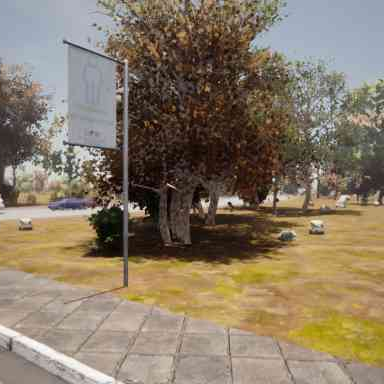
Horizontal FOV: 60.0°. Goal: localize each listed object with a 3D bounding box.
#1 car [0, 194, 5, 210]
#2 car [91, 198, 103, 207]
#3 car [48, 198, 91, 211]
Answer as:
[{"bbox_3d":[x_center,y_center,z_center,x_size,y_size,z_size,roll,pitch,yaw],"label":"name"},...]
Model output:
[{"bbox_3d":[-21.435,1.221,32.592,2.150,2.045,5.566,0,0,39],"label":"car"},{"bbox_3d":[-14.645,1.537,46.804,1.994,1.385,4.181,0,0,38],"label":"car"},{"bbox_3d":[-15.132,1.514,40.517,1.812,1.442,4.674,0,0,38],"label":"car"}]
